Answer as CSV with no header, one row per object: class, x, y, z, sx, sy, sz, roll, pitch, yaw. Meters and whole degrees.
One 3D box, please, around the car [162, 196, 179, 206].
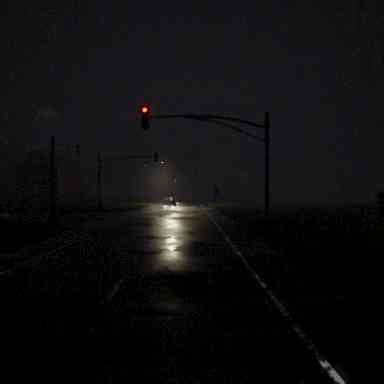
car,-3.712,1.541,54.668,1.994,1.385,4.181,0,0,0
